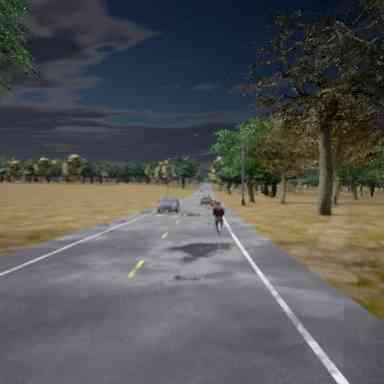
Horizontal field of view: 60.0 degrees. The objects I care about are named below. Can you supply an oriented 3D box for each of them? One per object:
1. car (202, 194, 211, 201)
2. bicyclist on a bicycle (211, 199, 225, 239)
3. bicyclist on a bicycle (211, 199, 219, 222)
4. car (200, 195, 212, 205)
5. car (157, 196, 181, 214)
[{"bbox_3d":[3.217,1.281,74.037,2.033,1.411,5.357,0,0,3],"label":"car"},{"bbox_3d":[1.320,1.340,16.252,0.659,1.776,1.843,0,0,2],"label":"bicyclist on a bicycle"},{"bbox_3d":[1.731,1.400,25.342,0.582,1.620,1.656,0,0,3],"label":"bicyclist on a bicycle"},{"bbox_3d":[2.362,1.334,55.238,2.128,1.511,4.902,0,0,3],"label":"car"},{"bbox_3d":[-2.369,1.264,34.640,2.097,1.767,4.553,0,0,3],"label":"car"}]
